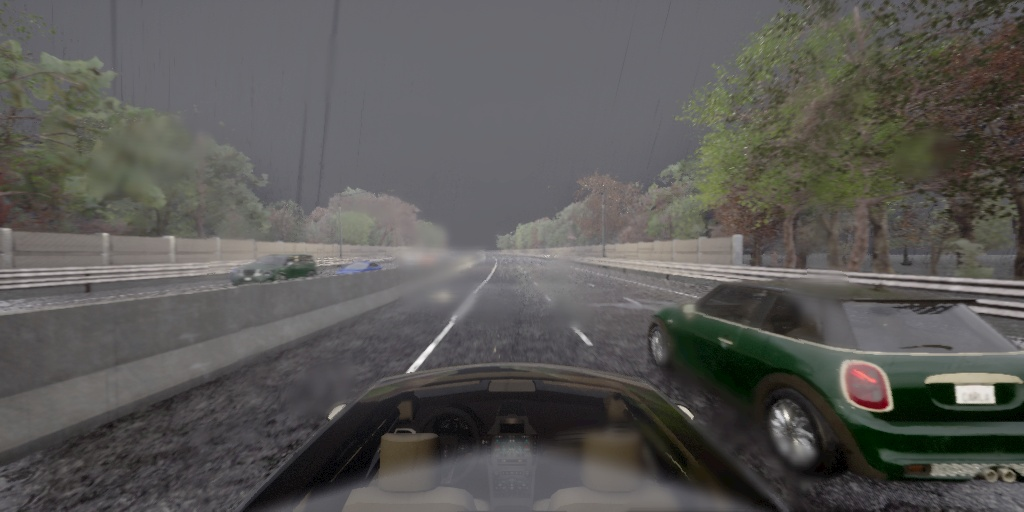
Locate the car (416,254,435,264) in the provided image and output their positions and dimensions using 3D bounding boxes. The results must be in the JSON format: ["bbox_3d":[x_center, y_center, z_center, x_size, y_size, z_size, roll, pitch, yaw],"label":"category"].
[{"bbox_3d":[-15.039,0.525,63.594,2.097,1.767,4.553,0,1,-1],"label":"car"}]

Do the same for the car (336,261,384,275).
[{"bbox_3d":[-10.727,1.121,25.573,1.882,1.535,5.008,0,1,-1],"label":"car"}]

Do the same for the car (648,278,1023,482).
[{"bbox_3d":[3.594,1.093,4.909,2.097,1.767,4.553,0,0,0],"label":"car"}]

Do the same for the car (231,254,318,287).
[{"bbox_3d":[-14.195,0.904,22.056,2.150,2.045,5.566,0,1,0],"label":"car"}]

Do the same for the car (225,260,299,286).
[{"bbox_3d":[-17.729,1.128,25.834,1.882,1.535,5.008,0,1,-1],"label":"car"}]
